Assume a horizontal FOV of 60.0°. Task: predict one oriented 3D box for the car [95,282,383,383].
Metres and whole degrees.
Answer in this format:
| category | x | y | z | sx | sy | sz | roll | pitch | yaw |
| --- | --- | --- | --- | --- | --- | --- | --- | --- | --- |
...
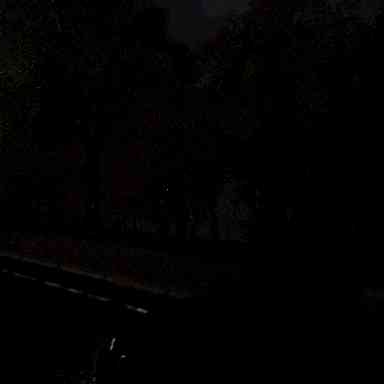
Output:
| category | x | y | z | sx | sy | sz | roll | pitch | yaw |
| --- | --- | --- | --- | --- | --- | --- | --- | --- | --- |
| car | 1.072 | 1.560 | 2.920 | 4.181 | 1.385 | 1.994 | 0 | 0 | 36 |
